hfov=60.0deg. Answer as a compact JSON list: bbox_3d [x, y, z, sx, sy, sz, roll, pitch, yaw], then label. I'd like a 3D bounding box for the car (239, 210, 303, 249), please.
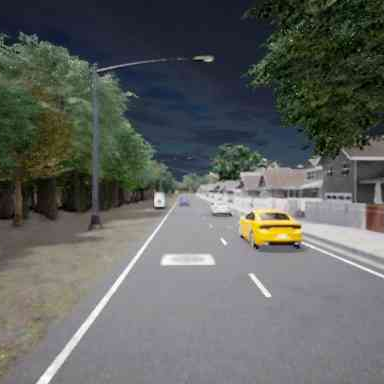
[{"bbox_3d":[3.325,1.520,14.911,1.882,1.535,5.008,0,0,-1],"label":"car"}]

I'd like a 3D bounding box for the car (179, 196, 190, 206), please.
[{"bbox_3d":[-1.287,1.748,57.843,2.033,1.411,5.357,0,0,-1],"label":"car"}]

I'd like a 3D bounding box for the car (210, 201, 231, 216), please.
[{"bbox_3d":[2.862,1.635,33.858,1.812,1.442,4.674,0,0,-1],"label":"car"}]

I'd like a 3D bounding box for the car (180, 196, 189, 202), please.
[{"bbox_3d":[-1.801,1.648,76.596,1.994,1.385,4.181,0,0,-1],"label":"car"}]
